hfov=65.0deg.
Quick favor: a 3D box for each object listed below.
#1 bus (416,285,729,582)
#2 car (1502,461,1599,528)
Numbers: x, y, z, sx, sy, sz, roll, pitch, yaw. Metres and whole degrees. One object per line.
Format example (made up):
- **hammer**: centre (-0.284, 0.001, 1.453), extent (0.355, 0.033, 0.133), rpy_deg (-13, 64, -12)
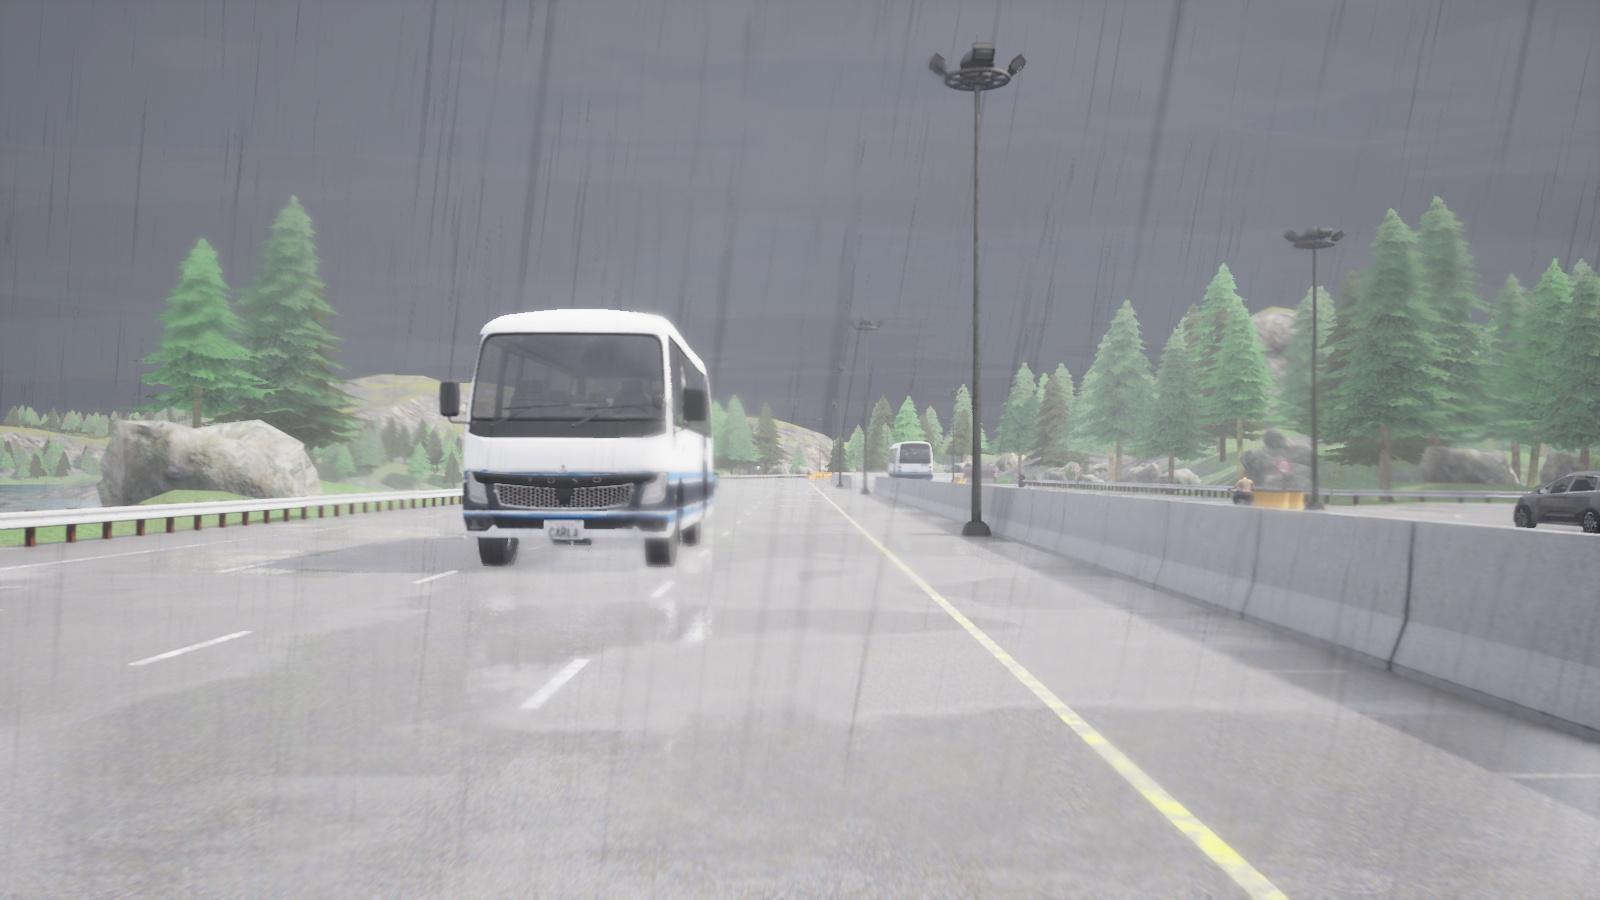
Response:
- **bus**: centre (-3.560, -0.160, 23.177), extent (3.944, 4.253, 10.273), rpy_deg (0, -1, 0)
- **car**: centre (20.924, 1.129, 33.093), extent (2.242, 1.667, 4.611), rpy_deg (0, -1, 0)
